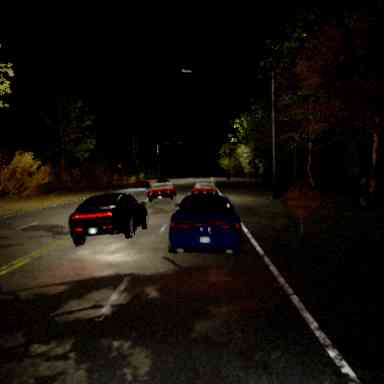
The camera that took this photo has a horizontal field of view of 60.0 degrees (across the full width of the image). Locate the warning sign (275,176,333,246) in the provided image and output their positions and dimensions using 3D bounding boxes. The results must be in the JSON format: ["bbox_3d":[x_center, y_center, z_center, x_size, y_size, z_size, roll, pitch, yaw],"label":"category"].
[{"bbox_3d":[3.138,0.484,9.483,1.300,1.860,1.060,-1,4,2],"label":"warning sign"}]

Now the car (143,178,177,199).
[{"bbox_3d":[-2.257,-0.074,26.306,1.895,1.301,4.718,-5,4,2],"label":"car"}]

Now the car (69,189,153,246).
[{"bbox_3d":[-2.800,0.820,11.951,1.837,1.490,4.892,-5,1,2],"label":"car"}]

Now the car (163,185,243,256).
[{"bbox_3d":[0.415,0.791,10.143,1.882,1.535,5.008,1,4,3],"label":"car"}]

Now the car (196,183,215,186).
[{"bbox_3d":[1.025,-0.080,26.246,1.895,1.301,4.718,1,4,2],"label":"car"}]

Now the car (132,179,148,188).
[{"bbox_3d":[-7.896,-1.300,51.502,1.895,1.301,4.718,-1,4,3],"label":"car"}]
